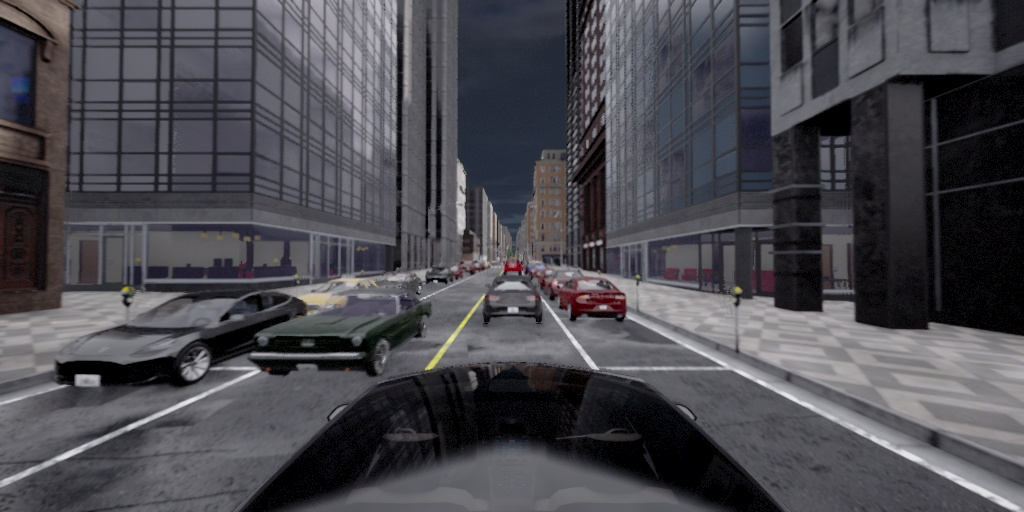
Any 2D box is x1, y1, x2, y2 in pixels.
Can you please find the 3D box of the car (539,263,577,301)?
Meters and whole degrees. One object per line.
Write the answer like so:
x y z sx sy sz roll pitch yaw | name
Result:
2.670 1.340 18.364 1.967 1.591 4.097 0 0 0 | car

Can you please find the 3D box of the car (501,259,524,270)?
0.104 1.361 45.116 2.150 2.045 5.566 0 -1 0 | car

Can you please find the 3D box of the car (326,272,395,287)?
-5.856 1.375 12.577 1.751 1.417 4.829 0 0 0 | car

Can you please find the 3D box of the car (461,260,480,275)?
-5.853 1.473 46.492 2.192 1.841 5.009 0 0 0 | car

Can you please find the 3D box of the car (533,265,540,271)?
2.671 1.496 23.988 1.888 1.381 4.507 0 0 0 | car

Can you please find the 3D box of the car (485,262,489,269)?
-5.852 1.633 63.365 2.192 1.841 5.009 0 0 0 | car

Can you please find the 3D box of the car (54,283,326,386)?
-5.856 1.365 7.122 1.948 1.339 4.313 0 0 0 | car

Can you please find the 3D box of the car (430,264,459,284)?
-5.855 1.568 29.620 1.948 1.339 4.313 0 0 0 | car

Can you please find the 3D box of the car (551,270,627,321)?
2.670 1.394 12.740 1.888 1.381 4.507 0 0 0 | car

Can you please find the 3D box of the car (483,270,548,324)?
0.018 1.372 12.368 1.812 1.442 4.674 0 -1 0 | car

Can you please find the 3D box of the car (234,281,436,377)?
-3.099 1.404 7.639 1.895 1.301 4.718 0 -1 0 | car

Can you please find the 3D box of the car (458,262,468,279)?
-5.854 1.599 35.244 1.888 1.381 4.507 0 0 0 | car

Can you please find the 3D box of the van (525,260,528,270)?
2.672 1.447 40.860 1.690 1.789 3.998 0 0 0 | van

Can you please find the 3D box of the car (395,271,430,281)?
-5.856 1.451 18.371 2.007 1.370 4.403 0 0 0 | car

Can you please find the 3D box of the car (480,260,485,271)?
-5.852 1.810 57.740 1.888 1.381 4.507 0 0 0 | car

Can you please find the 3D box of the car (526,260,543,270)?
2.672 1.494 35.236 1.967 1.591 4.097 0 0 0 | car
